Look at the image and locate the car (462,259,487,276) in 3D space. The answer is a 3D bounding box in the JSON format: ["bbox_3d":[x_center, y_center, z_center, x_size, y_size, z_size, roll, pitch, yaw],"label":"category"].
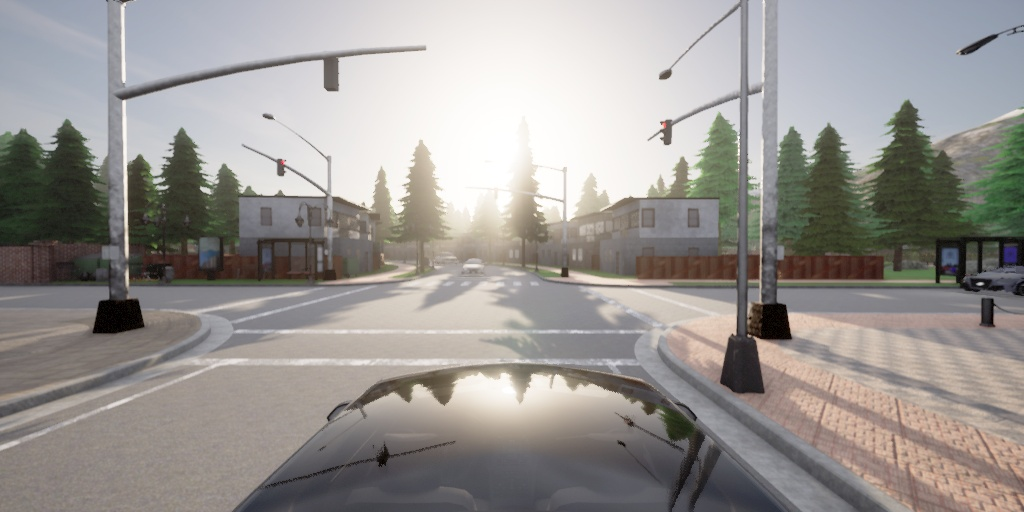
[{"bbox_3d":[-3.178,0.961,30.512,1.812,1.442,4.674,0,2,-4],"label":"car"}]

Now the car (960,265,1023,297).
[{"bbox_3d":[23.932,1.124,16.736,4.181,1.385,1.994,0,1,2],"label":"car"}]

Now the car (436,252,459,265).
[{"bbox_3d":[-9.888,0.441,54.398,2.150,2.045,5.566,0,2,-28],"label":"car"}]
